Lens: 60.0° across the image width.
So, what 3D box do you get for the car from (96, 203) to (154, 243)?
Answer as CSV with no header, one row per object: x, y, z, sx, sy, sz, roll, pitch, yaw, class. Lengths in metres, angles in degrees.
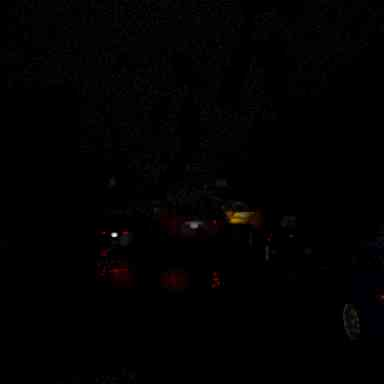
-3.155,1.486,15.956,1.837,1.490,4.892,0,0,0,car

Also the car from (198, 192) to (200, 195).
3.168,1.124,89.064,2.435,2.045,5.566,0,0,0,car

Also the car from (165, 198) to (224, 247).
0.094,1.335,15.017,2.097,1.767,4.553,0,0,0,car

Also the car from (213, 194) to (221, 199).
3.224,1.321,28.227,2.185,1.767,4.553,0,0,0,car

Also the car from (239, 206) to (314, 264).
3.223,1.467,11.676,2.231,1.521,4.892,0,0,0,car

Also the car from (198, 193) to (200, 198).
3.233,1.387,79.643,2.231,1.521,4.892,0,0,1,car

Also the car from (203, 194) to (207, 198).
3.206,1.422,50.355,2.231,1.521,4.892,0,0,0,car

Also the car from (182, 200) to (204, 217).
0.092,1.526,31.764,1.994,1.385,4.181,0,0,0,car

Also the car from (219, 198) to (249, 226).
3.221,1.450,22.918,1.946,1.575,5.366,0,0,0,car

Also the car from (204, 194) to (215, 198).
3.209,1.428,44.828,2.231,1.521,4.892,0,0,0,car

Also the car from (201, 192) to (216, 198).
3.199,1.162,56.038,2.435,2.045,5.566,0,0,0,car

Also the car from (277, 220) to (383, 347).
3.225,1.513,6.155,2.002,1.452,4.674,0,0,0,car

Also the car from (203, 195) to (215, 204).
3.194,1.404,61.721,1.946,1.575,5.366,0,0,0,car

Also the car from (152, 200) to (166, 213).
-3.158,1.488,32.166,1.812,1.442,4.674,0,0,0,car

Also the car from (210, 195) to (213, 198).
3.221,1.437,33.971,1.946,1.575,5.366,0,0,0,car
